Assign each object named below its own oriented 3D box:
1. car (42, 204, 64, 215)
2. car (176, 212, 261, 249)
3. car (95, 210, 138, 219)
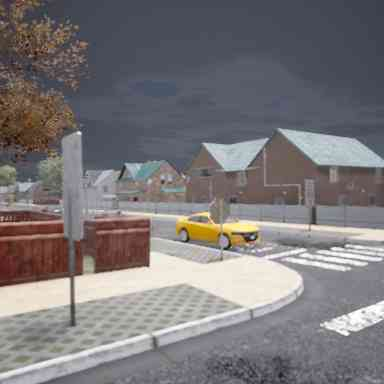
[{"bbox_3d":[-18.393,2.366,43.861,2.128,1.511,4.902,-2,0,-35],"label":"car"},{"bbox_3d":[1.171,1.793,16.718,1.882,1.535,5.008,-2,0,-37],"label":"car"},{"bbox_3d":[-6.063,2.125,26.672,1.895,1.301,4.718,-2,0,-36],"label":"car"}]
